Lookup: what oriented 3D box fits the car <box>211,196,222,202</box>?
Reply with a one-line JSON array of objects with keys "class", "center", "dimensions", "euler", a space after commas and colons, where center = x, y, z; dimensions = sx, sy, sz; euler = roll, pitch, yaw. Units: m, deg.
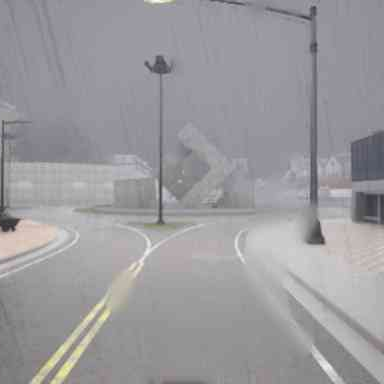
[{"class": "car", "center": [7.383, 1.955, 76.539], "dimensions": [2.150, 2.045, 5.566], "euler": [0, -1, -28]}]
